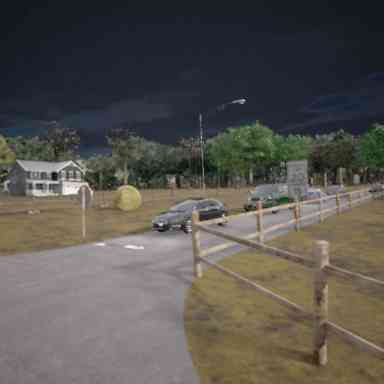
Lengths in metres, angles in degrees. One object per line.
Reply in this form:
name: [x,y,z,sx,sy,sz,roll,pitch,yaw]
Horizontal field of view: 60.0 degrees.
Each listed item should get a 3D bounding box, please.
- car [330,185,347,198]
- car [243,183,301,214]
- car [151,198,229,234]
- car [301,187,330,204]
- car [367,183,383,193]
car: [17.824,-0.090,41.180,1.837,1.490,4.892,-3,1,36]
car: [5.786,0.426,24.394,2.150,2.045,5.566,-3,1,36]
car: [0.050,1.083,16.330,1.837,1.490,4.892,-3,1,36]
car: [11.765,0.336,32.735,1.812,1.442,4.674,-3,1,36]
car: [27.057,-0.614,49.151,1.994,1.385,4.181,-3,1,36]
